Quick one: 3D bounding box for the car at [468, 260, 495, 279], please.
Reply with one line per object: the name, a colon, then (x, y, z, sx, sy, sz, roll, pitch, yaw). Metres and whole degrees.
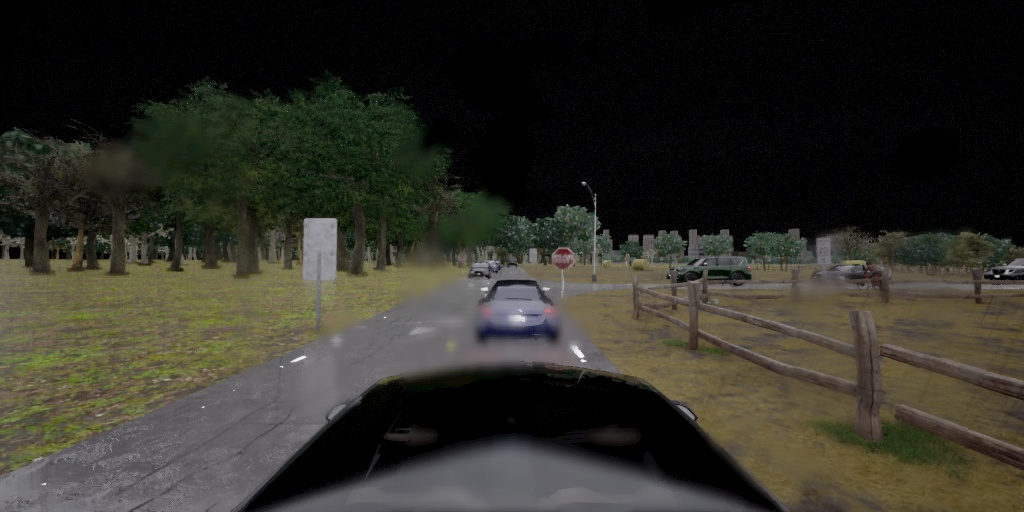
car: (-2.812, 1.314, 32.748, 1.837, 1.490, 4.892, 0, -1, 0)

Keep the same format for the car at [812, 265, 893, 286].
car: (24.465, 1.365, 25.854, 4.892, 1.490, 1.837, 0, -2, -1)

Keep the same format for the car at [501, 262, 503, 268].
car: (-2.764, 1.425, 55.034, 1.882, 1.535, 5.008, 0, 0, 1)

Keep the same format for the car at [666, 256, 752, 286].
car: (14.126, 1.067, 25.820, 5.566, 2.045, 2.150, 0, -2, -1)

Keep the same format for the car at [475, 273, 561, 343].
car: (0.114, 1.322, 9.663, 1.994, 1.385, 4.181, 0, 0, -1)

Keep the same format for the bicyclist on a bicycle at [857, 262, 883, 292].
bicyclist on a bicycle: (19.931, 1.168, 19.865, 0.582, 1.620, 1.656, 0, 0, 0)

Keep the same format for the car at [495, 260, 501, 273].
car: (-2.801, 1.223, 44.488, 2.097, 1.767, 4.553, 0, 0, 0)

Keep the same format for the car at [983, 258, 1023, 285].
car: (37.907, 1.098, 25.870, 5.566, 2.045, 2.150, 0, -2, 2)
